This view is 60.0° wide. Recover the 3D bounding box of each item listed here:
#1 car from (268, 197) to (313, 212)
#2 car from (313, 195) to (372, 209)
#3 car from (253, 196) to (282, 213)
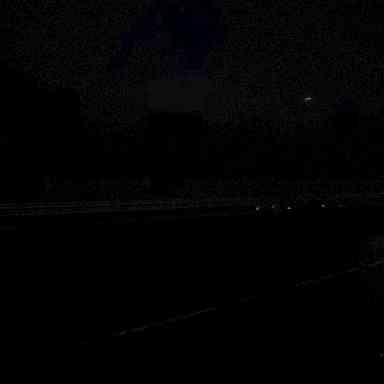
[{"bbox_3d":[8.793,1.317,27.372,4.718,1.301,1.895,-1,1,-35],"label":"car"},{"bbox_3d":[11.606,1.052,25.058,4.553,1.767,2.097,-1,1,-35],"label":"car"},{"bbox_3d":[7.827,1.184,30.955,4.902,1.511,2.128,-1,1,-35],"label":"car"}]
